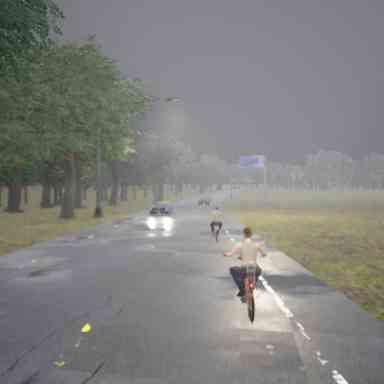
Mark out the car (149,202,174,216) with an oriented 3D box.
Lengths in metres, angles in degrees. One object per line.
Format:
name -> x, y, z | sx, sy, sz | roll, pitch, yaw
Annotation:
car -> -2.928, 1.611, 32.358 | 1.895, 1.301, 4.718 | 0, 0, 2

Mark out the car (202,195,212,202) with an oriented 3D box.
car -> 3.327, 1.460, 73.789 | 1.994, 1.385, 4.181 | 0, 0, 5

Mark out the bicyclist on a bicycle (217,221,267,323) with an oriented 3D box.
bicyclist on a bicycle -> 1.014, 1.438, 6.199 | 0.866, 1.612, 1.509 | 0, -1, 0

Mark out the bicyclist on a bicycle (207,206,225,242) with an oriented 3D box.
bicyclist on a bicycle -> 1.126, 1.443, 15.308 | 0.866, 1.612, 1.509 | 0, 0, 1

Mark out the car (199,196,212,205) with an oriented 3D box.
car -> 2.170, 1.568, 57.833 | 1.895, 1.301, 4.718 | 0, 0, 4
